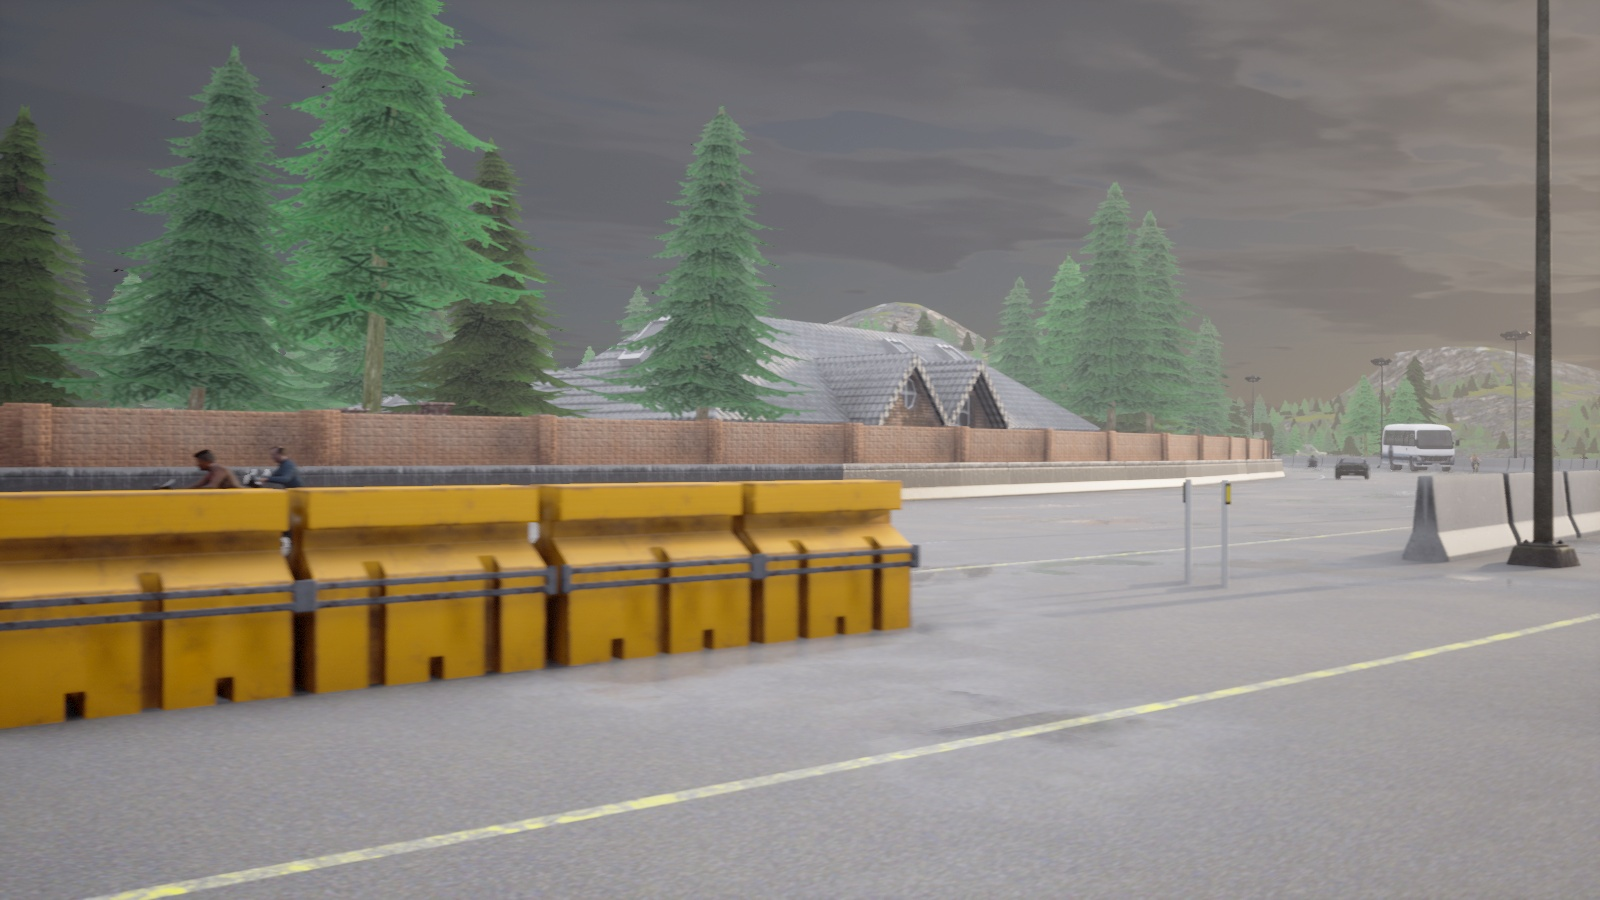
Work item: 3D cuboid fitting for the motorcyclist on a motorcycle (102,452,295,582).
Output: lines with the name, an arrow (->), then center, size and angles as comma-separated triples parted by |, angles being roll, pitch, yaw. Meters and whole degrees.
motorcyclist on a motorcycle -> -7.439, 0.784, 15.580 | 2.044, 1.523, 0.797 | 0, 0, -37

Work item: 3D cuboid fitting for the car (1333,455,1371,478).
car -> 33.066, 0.968, 75.160 | 1.895, 1.301, 4.718 | 0, 0, 26

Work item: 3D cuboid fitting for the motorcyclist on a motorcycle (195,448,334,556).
motorcyclist on a motorcycle -> -8.244, 0.767, 19.372 | 1.817, 1.590, 0.866 | 0, 0, -37
